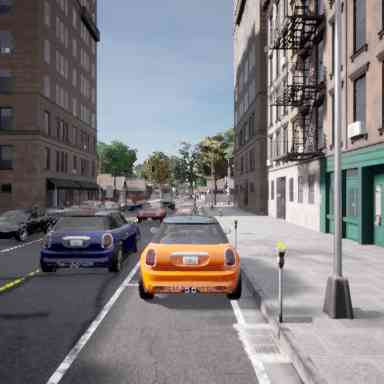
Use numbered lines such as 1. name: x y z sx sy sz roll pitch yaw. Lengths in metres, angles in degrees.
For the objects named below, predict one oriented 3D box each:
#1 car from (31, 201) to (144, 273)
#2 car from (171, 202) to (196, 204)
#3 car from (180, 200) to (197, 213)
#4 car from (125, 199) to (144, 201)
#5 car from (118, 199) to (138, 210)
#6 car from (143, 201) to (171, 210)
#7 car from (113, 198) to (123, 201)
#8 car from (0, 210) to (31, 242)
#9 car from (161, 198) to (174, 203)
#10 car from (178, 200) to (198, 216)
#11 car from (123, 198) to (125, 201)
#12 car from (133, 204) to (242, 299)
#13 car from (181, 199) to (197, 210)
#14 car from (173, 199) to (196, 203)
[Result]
1. car: -3.020 1.352 10.814 2.097 1.767 4.553 0 0 0
2. car: -0.383 1.584 21.873 1.802 1.307 4.206 0 0 0
3. car: -0.383 1.596 38.428 1.802 1.307 4.206 0 0 0
4. car: -5.854 1.614 37.306 1.895 1.301 4.718 0 0 0
5. car: -8.408 1.600 43.945 1.802 1.307 4.206 0 0 0
6. car: -2.939 1.605 25.485 1.895 1.301 4.718 0 0 0
7. car: -8.408 1.535 32.737 1.752 1.417 4.829 0 0 0
8. car: -8.408 1.567 16.351 1.947 1.339 4.313 0 0 0
9. car: -2.943 1.520 40.370 1.837 1.490 4.892 0 0 0
10. car: -0.383 1.554 32.910 1.887 1.381 4.507 0 0 0
11. car: -8.408 1.454 38.426 1.967 1.590 4.097 0 0 0
12. car: -0.032 1.353 8.620 2.097 1.767 4.553 0 0 0
13. car: -0.383 1.584 43.946 1.947 1.339 4.313 0 0 0
14. car: -0.383 1.531 27.562 1.752 1.417 4.829 0 0 0
